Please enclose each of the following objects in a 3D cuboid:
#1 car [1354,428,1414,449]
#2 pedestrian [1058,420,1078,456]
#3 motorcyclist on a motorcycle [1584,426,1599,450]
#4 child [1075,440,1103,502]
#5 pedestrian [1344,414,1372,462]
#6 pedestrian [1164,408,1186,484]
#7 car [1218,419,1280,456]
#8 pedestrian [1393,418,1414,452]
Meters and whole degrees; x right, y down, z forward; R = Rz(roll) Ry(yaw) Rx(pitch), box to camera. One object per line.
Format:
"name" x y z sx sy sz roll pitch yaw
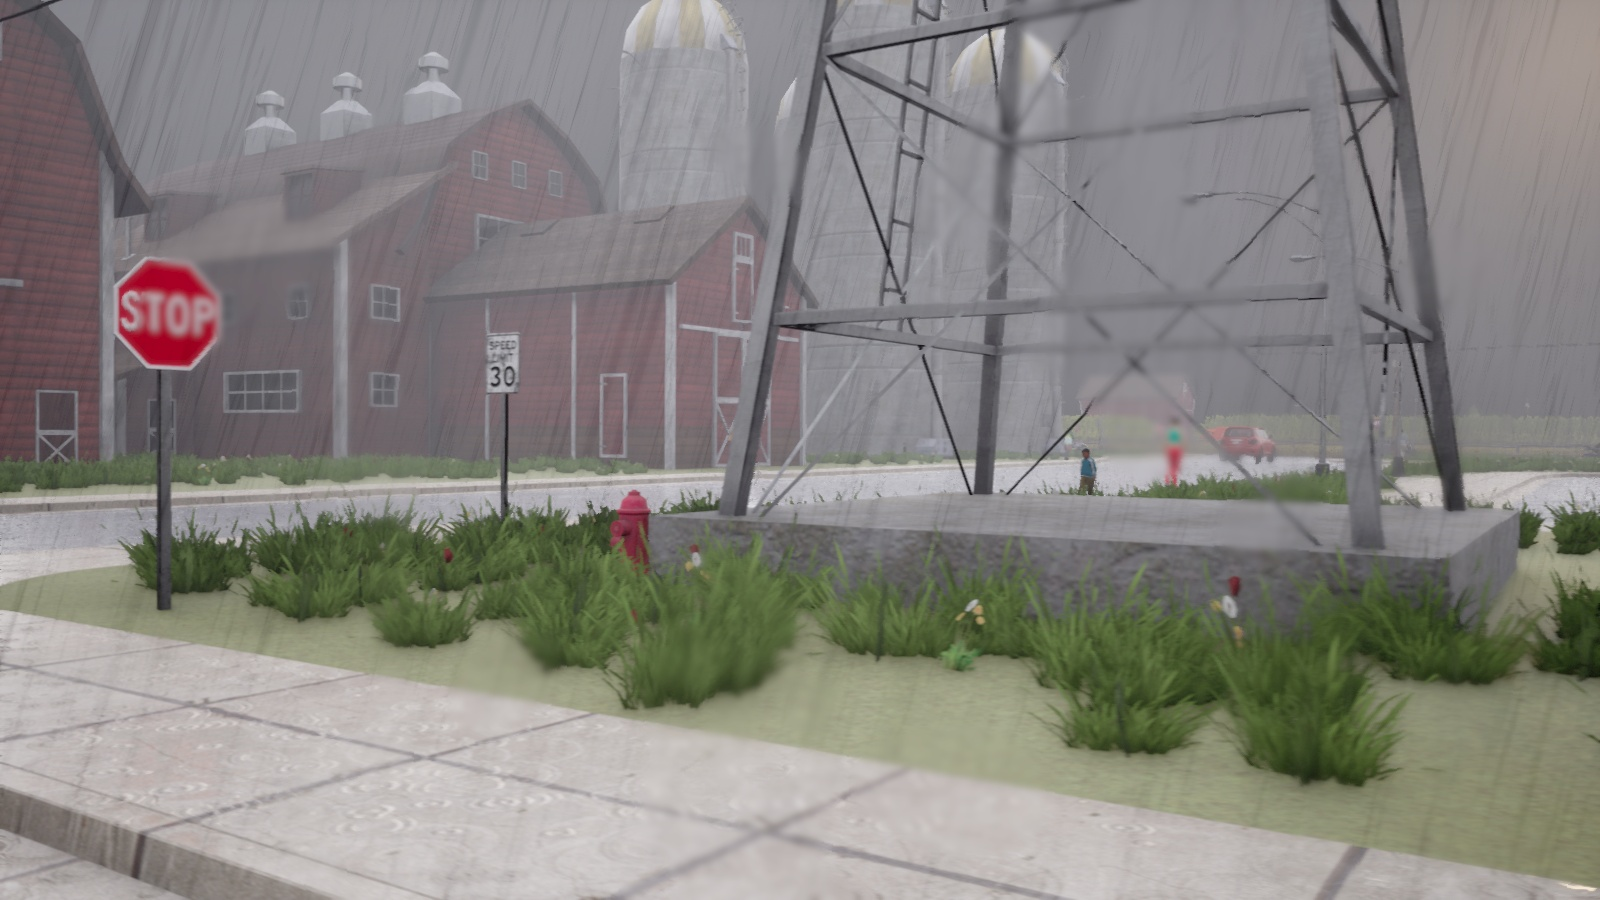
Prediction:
"car" 41.361 -0.817 88.976 3.633 1.501 1.845 0 1 33
"pedestrian" 14.730 -0.641 69.000 0.873 1.952 0.659 -1 1 -43
"motorcyclist on a motorcycle" 50.469 -0.764 78.791 2.191 1.530 0.866 0 1 33
"child" 5.653 0.396 24.546 0.343 1.192 0.448 0 1 44
"pedestrian" 21.738 -0.462 48.903 0.874 1.855 0.900 0 1 30
"pedestrian" 9.221 -0.101 30.856 0.345 1.836 0.594 0 1 33
"car" 25.678 -0.728 71.699 2.150 2.045 5.566 0 1 33
"pedestrian" 32.693 -0.820 68.071 0.874 1.855 0.900 0 1 14
